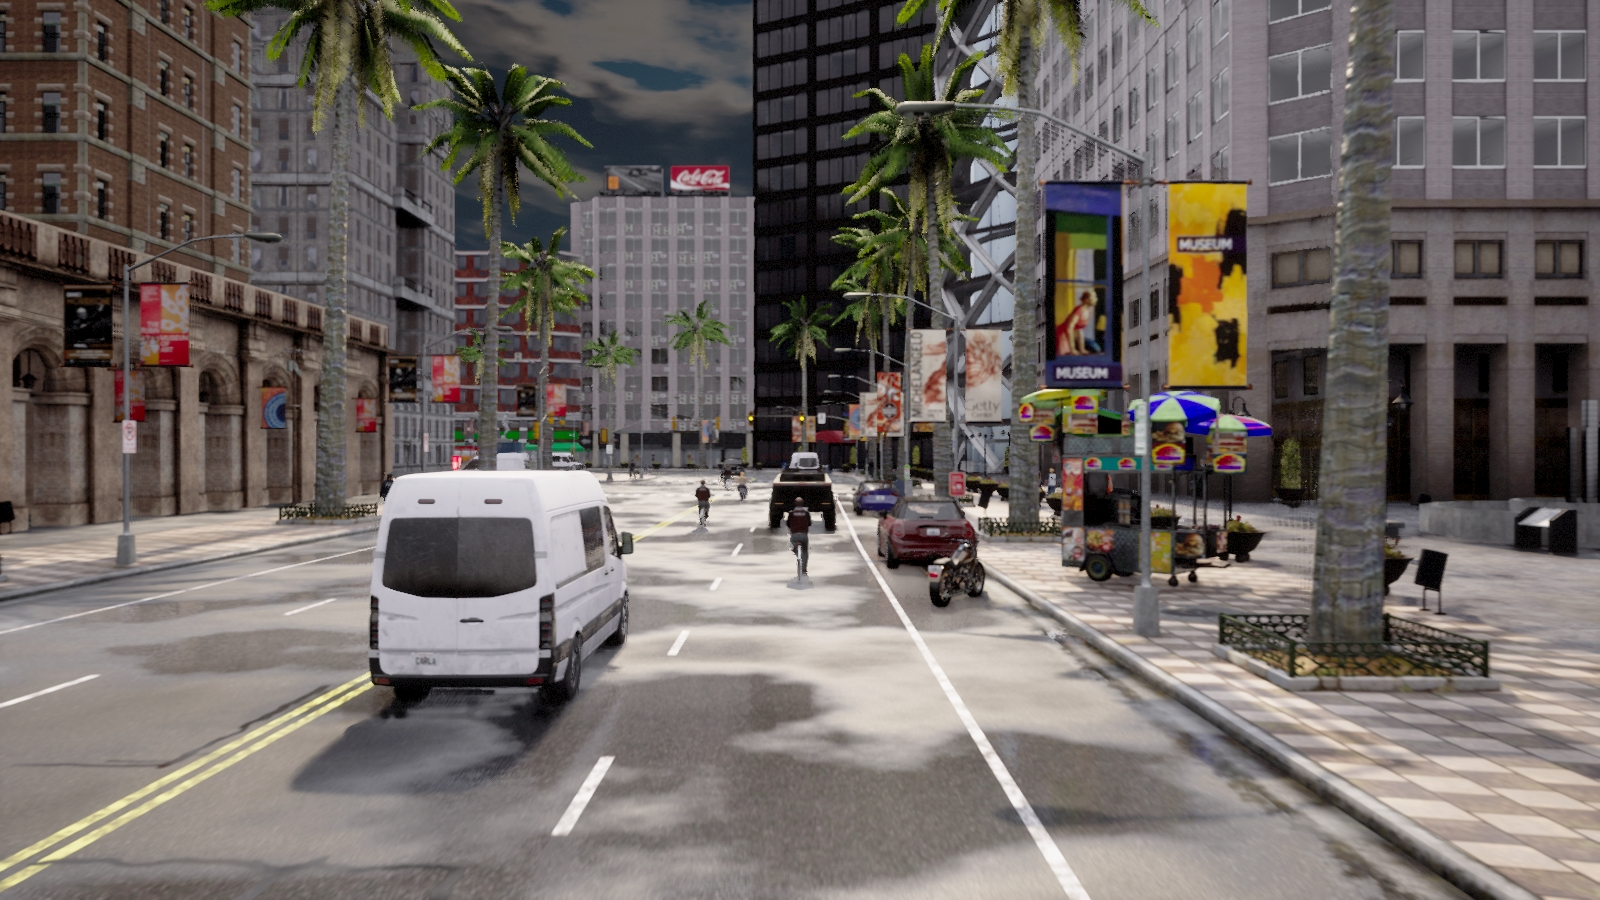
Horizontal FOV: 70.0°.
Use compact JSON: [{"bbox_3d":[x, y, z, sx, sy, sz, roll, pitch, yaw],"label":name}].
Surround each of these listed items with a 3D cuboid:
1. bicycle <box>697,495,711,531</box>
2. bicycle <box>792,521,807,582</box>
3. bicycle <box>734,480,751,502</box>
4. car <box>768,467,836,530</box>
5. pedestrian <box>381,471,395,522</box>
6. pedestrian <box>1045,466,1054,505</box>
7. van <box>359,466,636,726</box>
[{"bbox_3d":[-3.418,2.210,40.555,0.329,1.171,1.835,0,0,0],"label":"bicycle"},{"bbox_3d":[-0.018,2.210,25.137,0.329,1.171,1.835,0,0,0],"label":"bicycle"},{"bbox_3d":[-3.166,2.253,62.895,0.859,1.080,1.487,0,3,0],"label":"bicycle"},{"bbox_3d":[0.116,1.753,43.414,2.390,2.098,6.274,0,0,1],"label":"car"},{"bbox_3d":[-15.017,1.696,41.669,0.375,1.860,0.375,0,0,-3],"label":"pedestrian"},{"bbox_3d":[11.987,1.701,54.816,0.375,1.860,0.375,0,0,2],"label":"pedestrian"},{"bbox_3d":[-3.510,1.534,14.624,1.988,2.561,5.915,0,0,0],"label":"van"}]
